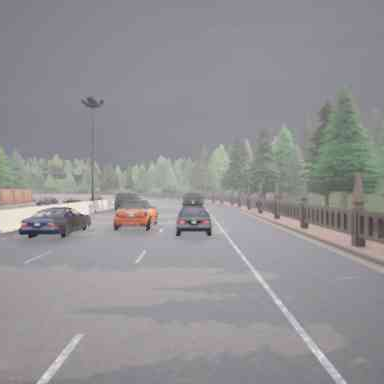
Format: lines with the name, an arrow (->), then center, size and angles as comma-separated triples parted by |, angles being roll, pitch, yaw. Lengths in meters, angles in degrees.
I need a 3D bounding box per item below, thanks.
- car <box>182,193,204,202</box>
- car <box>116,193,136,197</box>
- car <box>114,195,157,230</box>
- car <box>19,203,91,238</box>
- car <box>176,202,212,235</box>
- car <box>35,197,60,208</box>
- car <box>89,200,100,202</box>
car -> 0.087, 1.133, 36.016 | 2.150, 2.045, 5.566 | 0, 0, 0
car -> -6.911, 1.134, 35.901 | 2.150, 2.045, 5.566 | 0, 0, 0
car -> -3.405, 1.301, 20.807 | 2.097, 1.767, 4.553 | 0, 0, 0
car -> -6.903, 1.505, 17.362 | 2.033, 1.411, 5.357 | 0, 0, 0
car -> 0.096, 1.502, 18.402 | 2.033, 1.411, 5.357 | 0, 0, 0
car -> -21.541, 1.493, 49.851 | 2.033, 1.411, 5.357 | 0, 0, -6
car -> -14.583, 1.416, 50.613 | 1.837, 1.490, 4.892 | 0, 0, -6
